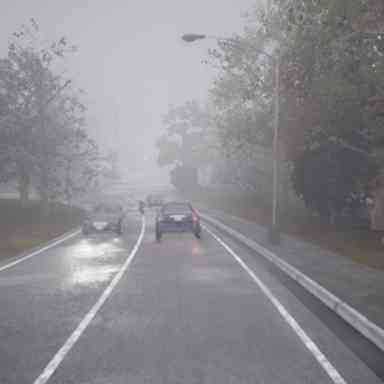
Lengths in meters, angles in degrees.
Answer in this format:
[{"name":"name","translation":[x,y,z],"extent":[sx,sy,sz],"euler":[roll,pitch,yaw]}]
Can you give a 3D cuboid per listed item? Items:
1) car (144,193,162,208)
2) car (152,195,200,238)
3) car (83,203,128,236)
[{"name":"car","translation":[-3.840,0.837,34.627],"extent":[2.033,1.411,5.357],"euler":[-1,3,-14]},{"name":"car","translation":[-0.835,1.223,17.253],"extent":[2.097,1.767,4.553],"euler":[-1,1,-6]},{"name":"car","translation":[-4.561,1.389,17.947],"extent":[2.128,1.511,4.902],"euler":[-1,0,-6]}]
